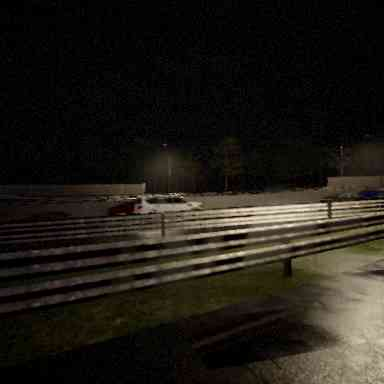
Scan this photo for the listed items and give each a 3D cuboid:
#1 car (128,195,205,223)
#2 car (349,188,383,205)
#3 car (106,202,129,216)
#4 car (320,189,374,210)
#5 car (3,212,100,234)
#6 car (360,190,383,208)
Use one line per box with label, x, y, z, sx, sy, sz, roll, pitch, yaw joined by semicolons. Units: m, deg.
car;-1.780;1.231;25.916;5.566;2.045;2.150;-3;1;-18
car;19.955;0.459;36.531;5.008;1.535;1.882;-2;1;-18
car;-4.778;1.563;28.634;5.008;1.535;1.882;-3;1;-18
car;14.366;0.782;31.073;4.902;1.511;2.128;-3;1;-18
car;-8.357;1.934;20.144;5.357;1.411;2.033;-3;1;-18
car;17.335;0.717;28.345;4.902;1.511;2.128;-3;1;-18
